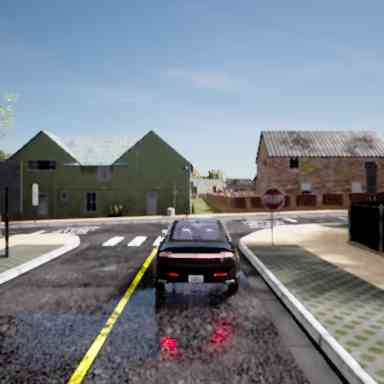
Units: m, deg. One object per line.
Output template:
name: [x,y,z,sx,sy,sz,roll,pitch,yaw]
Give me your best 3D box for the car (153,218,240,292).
car: [0.158,1.438,8.784,2.128,1.511,4.902,0,0,2]
